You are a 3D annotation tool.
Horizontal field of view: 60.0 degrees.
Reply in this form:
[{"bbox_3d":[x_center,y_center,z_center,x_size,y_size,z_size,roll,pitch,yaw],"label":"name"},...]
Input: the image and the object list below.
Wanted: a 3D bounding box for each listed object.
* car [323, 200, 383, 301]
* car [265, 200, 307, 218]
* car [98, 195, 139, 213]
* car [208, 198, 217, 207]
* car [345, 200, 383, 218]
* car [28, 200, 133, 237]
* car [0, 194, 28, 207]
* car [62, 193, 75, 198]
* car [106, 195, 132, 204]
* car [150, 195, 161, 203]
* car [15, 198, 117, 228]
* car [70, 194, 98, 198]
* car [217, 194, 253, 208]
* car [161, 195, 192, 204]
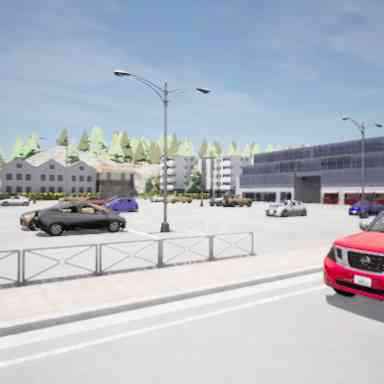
[{"bbox_3d":[5.385,1.265,7.504,5.566,2.045,2.150,0,0,-33],"label":"car"},{"bbox_3d":[8.394,1.500,29.653,3.806,1.475,1.970,0,0,-33],"label":"car"},{"bbox_3d":[-7.326,1.381,33.836,3.633,1.501,1.845,0,0,-33],"label":"car"},{"bbox_3d":[4.445,1.229,49.097,3.866,1.878,1.905,0,0,-33],"label":"car"},{"bbox_3d":[16.252,1.527,31.140,3.633,1.501,1.845,0,0,-33],"label":"car"},{"bbox_3d":[-5.676,1.362,17.107,4.514,1.523,2.007,0,0,-33],"label":"car"},{"bbox_3d":[-25.908,1.384,48.555,3.806,1.475,1.970,0,0,-33],"label":"car"},{"bbox_3d":[-18.784,1.163,53.156,4.605,1.855,1.932,0,0,-33],"label":"car"},{"bbox_3d":[-14.090,1.414,64.396,4.514,1.523,2.007,0,0,-33],"label":"car"},{"bbox_3d":[-6.178,1.384,65.108,3.806,1.475,1.970,0,0,-33],"label":"car"},{"bbox_3d":[-7.410,1.352,19.722,5.027,1.636,2.152,0,0,-33],"label":"car"},{"bbox_3d":[-12.674,1.359,42.277,4.514,1.523,2.007,0,0,-33],"label":"car"},{"bbox_3d":[6.357,1.252,46.871,4.605,1.855,1.932,0,0,-33],"label":"car"},{"bbox_3d":[-2.448,1.306,59.876,5.027,1.636,2.152,0,0,-33],"label":"car"}]
